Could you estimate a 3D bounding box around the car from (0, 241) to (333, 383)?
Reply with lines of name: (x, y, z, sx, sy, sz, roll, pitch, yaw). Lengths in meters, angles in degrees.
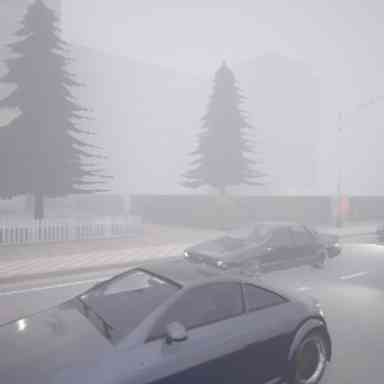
car: (-0.313, 1.579, 3.751, 4.181, 1.385, 1.994, 1, 0, -36)

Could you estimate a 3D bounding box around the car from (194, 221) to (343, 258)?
car: (2.315, 1.609, 9.921, 5.357, 1.411, 2.033, 1, 0, -35)

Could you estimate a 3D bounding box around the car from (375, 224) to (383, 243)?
car: (7.086, 1.593, 9.023, 4.892, 1.490, 1.837, 1, 0, -36)
